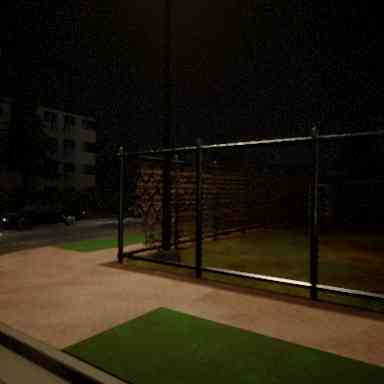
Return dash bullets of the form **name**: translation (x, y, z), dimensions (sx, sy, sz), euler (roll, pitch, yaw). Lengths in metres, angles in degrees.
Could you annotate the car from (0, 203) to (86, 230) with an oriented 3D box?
- **car**: translation (-9.144, 1.395, 20.367), dimensions (2.033, 1.411, 5.357), euler (0, 0, 35)
